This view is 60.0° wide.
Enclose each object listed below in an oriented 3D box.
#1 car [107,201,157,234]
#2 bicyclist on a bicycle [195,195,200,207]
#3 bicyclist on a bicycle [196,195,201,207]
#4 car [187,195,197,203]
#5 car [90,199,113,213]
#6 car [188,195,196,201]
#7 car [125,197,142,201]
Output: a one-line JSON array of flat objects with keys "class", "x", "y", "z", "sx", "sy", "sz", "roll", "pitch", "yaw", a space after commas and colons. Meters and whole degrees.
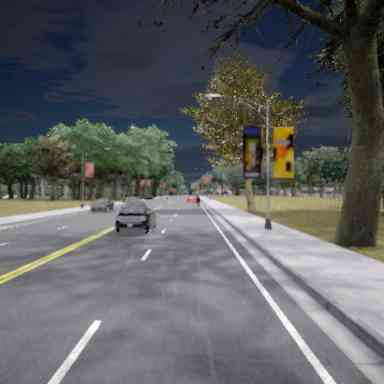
[{"class": "car", "x": -3.154, "y": 1.493, "z": 19.369, "sx": 2.128, "sy": 1.511, "sz": 4.902, "roll": 0, "pitch": 0, "yaw": 0}, {"class": "bicyclist on a bicycle", "x": 0.882, "y": 1.381, "z": 52.915, "sx": 0.659, "sy": 1.776, "sz": 1.843, "roll": 0, "pitch": 0, "yaw": 0}, {"class": "bicyclist on a bicycle", "x": 0.884, "y": 1.376, "z": 43.720, "sx": 0.659, "sy": 1.776, "sz": 1.843, "roll": 0, "pitch": 0, "yaw": 0}, {"class": "car", "x": -0.016, "y": 1.380, "z": 71.980, "sx": 2.097, "sy": 1.767, "sz": 4.553, "roll": 0, "pitch": 0, "yaw": 0}, {"class": "car", "x": -9.845, "y": 1.508, "z": 36.882, "sx": 1.837, "sy": 1.490, "sz": 4.892, "roll": 0, "pitch": 0, "yaw": 0}, {"class": "car", "x": -0.018, "y": 1.498, "z": 83.680, "sx": 1.837, "sy": 1.490, "sz": 4.892, "roll": 0, "pitch": 0, "yaw": 0}, {"class": "car", "x": -6.594, "y": 1.354, "z": 37.167, "sx": 2.097, "sy": 1.767, "sz": 4.553, "roll": 0, "pitch": 0, "yaw": 0}]
